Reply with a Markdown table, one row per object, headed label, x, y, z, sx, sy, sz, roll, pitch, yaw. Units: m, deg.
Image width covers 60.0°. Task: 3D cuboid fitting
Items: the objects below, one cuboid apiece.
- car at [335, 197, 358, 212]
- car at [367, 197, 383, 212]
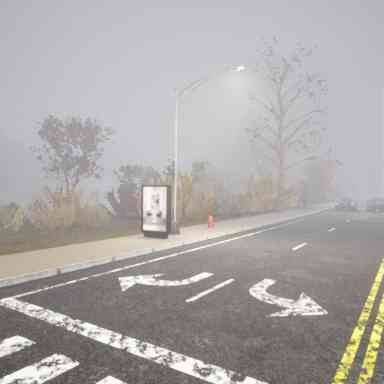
| label | x | y | z | sx | sy | sz | roll | pitch | yaw |
| --- | --- | --- | --- | --- | --- | --- | --- | --- | --- |
| car | 18.550 | 1.390 | 39.865 | 2.097 | 1.767 | 4.553 | 0 | 0 | 30 |
| car | 21.360 | 1.393 | 38.233 | 2.097 | 1.767 | 4.553 | 0 | 0 | 30 |
